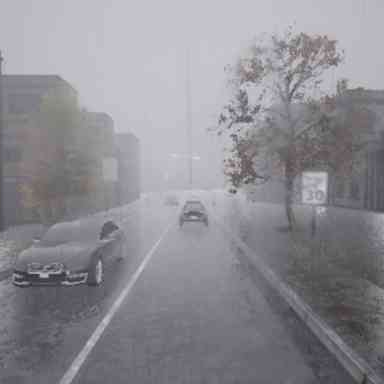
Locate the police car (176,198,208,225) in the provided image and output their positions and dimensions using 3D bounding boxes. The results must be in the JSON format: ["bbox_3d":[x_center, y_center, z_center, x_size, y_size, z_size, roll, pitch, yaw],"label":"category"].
[{"bbox_3d":[0.115,1.492,24.123,2.038,1.542,4.974,0,0,0],"label":"police car"}]

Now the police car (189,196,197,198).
[{"bbox_3d":[0.127,1.395,42.675,1.930,1.638,5.238,0,0,0],"label":"police car"}]

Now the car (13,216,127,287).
[{"bbox_3d":[-3.095,1.500,9.389,1.837,1.490,4.892,0,0,0],"label":"car"}]

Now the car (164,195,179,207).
[{"bbox_3d":[-3.045,1.218,50.002,2.097,1.767,4.553,0,1,0],"label":"car"}]
